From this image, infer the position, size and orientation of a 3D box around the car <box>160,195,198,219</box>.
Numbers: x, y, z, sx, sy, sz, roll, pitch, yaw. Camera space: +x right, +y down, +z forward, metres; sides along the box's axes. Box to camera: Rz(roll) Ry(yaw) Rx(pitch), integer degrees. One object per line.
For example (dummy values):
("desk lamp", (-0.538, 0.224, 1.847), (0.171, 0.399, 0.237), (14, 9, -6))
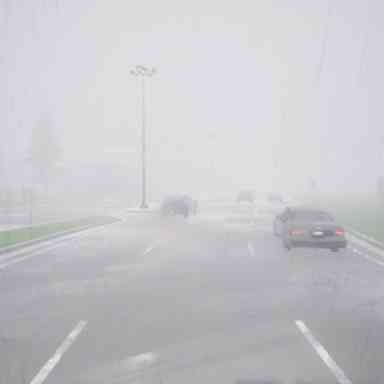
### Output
("car", (-0.819, 0.958, 23.335), (1.837, 1.490, 4.892), (0, 1, 12))

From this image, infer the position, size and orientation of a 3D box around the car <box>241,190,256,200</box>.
("car", (8.648, 0.385, 50.474), (1.994, 1.385, 4.181), (0, 1, 13))

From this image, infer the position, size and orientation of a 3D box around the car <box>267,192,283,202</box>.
("car", (10.644, 0.597, 42.924), (1.895, 1.301, 4.718), (0, 1, 13))

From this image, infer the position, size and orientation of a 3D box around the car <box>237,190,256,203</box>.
("car", (6.519, 0.559, 40.495), (1.837, 1.490, 4.892), (0, 1, 13))

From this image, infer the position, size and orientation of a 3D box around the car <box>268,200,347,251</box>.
("car", (4.230, 1.250, 12.628), (2.033, 1.411, 5.357), (0, 1, 8))
